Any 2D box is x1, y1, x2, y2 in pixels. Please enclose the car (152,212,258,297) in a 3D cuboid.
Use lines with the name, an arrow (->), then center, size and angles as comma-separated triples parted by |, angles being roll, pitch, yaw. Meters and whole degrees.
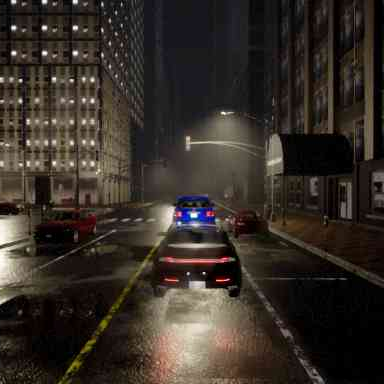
car -> 0.102, 1.490, 8.538 | 2.128, 1.511, 4.902 | 0, 0, 0

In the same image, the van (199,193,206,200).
van -> 2.719, 1.309, 89.214 | 1.690, 1.788, 3.998 | 0, 0, 0

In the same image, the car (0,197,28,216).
car -> -18.597, 1.307, 31.109 | 5.009, 1.841, 2.192 | 0, 0, 1

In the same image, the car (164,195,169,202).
car -> -5.665, 1.521, 77.825 | 1.887, 1.381, 4.507 | 0, 0, 0

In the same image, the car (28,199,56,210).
car -> -18.507, 1.497, 39.491 | 4.403, 1.369, 2.008 | 0, 0, 1

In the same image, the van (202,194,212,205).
van -> 2.708, 1.326, 60.731 | 1.690, 1.788, 3.998 | 0, 0, 0

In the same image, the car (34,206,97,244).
car -> -5.819, 1.542, 15.765 | 1.887, 1.381, 4.507 | 0, 0, 0

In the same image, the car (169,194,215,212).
car -> 0.096, 1.218, 18.457 | 2.150, 2.045, 5.566 | 0, 0, 0

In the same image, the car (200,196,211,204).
car -> 2.711, 1.533, 66.427 | 2.008, 1.369, 4.403 | 0, 0, 0

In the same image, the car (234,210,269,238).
car -> 2.821, 1.579, 17.138 | 1.802, 1.307, 4.206 | 0, 0, 0

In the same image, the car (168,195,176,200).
car -> -5.658, 1.529, 94.915 | 1.947, 1.339, 4.313 | 0, 0, 0

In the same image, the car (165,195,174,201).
car -> -5.662, 1.538, 83.522 | 1.947, 1.339, 4.313 | 0, 0, 0
